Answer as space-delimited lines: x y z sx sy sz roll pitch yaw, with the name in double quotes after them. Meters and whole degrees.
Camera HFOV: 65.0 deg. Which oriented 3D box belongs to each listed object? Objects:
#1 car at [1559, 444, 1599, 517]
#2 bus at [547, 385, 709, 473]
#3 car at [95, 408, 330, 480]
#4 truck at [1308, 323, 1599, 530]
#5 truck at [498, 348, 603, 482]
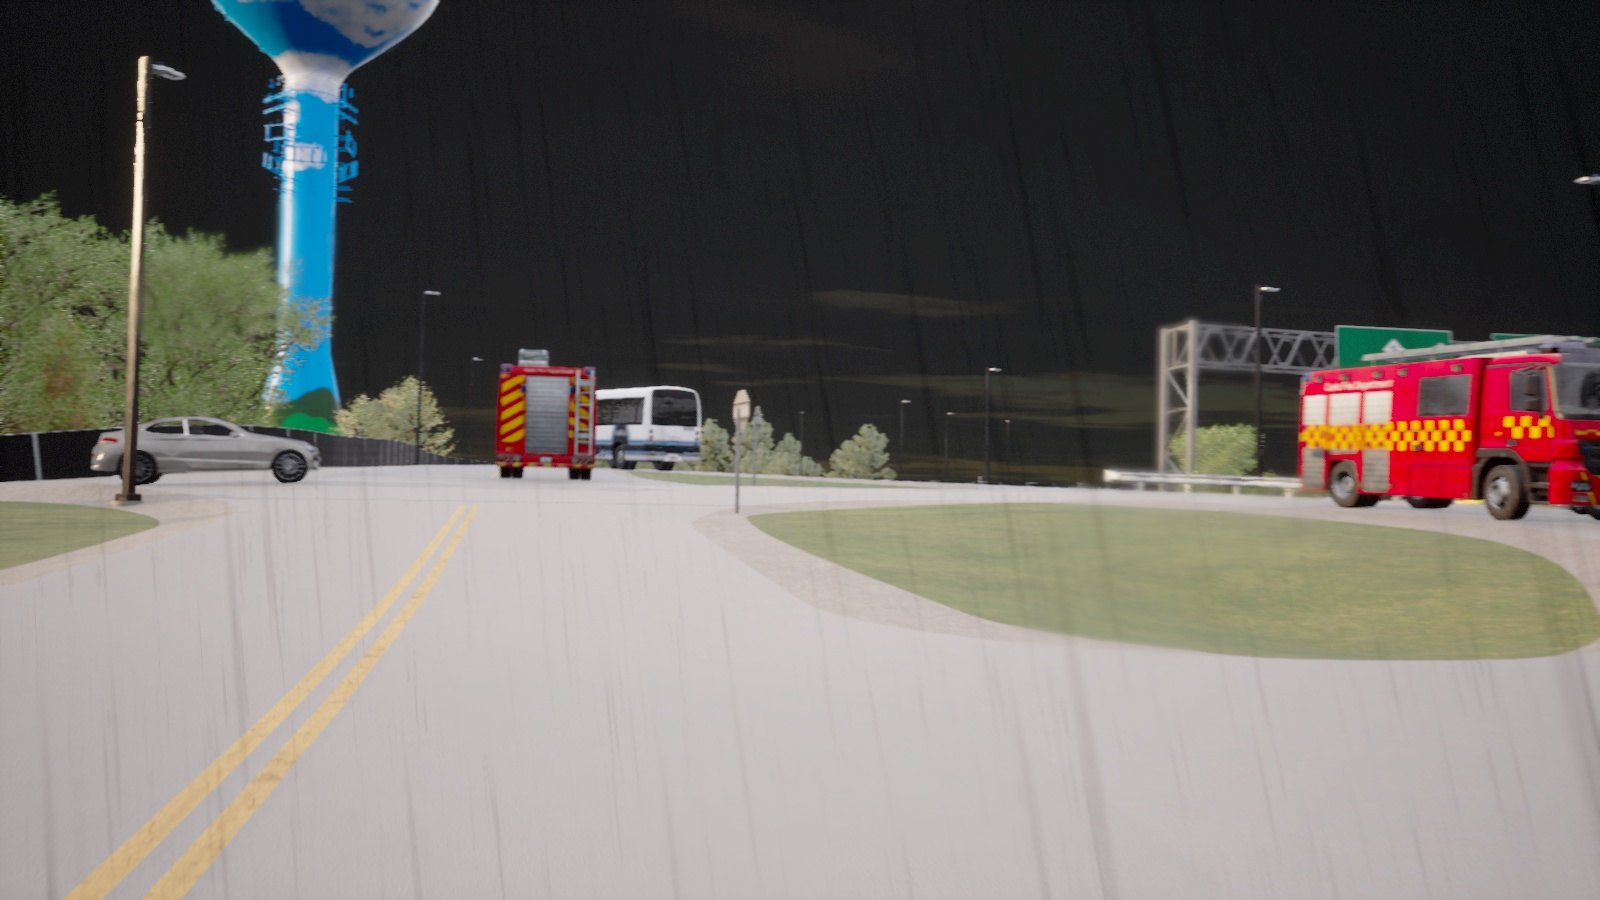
18.856 0.697 27.451 1.851 1.617 3.988 1 0 -5 "car"
-9.346 -1.059 66.931 3.944 4.253 10.273 2 -1 -37 "bus"
-14.196 -0.155 30.672 5.027 1.651 2.152 -1 0 -22 "car"
15.079 -0.435 27.721 2.891 3.827 8.468 1 0 -12 "truck"
-8.061 -1.051 40.833 2.891 3.827 8.468 2 0 -11 "truck"
